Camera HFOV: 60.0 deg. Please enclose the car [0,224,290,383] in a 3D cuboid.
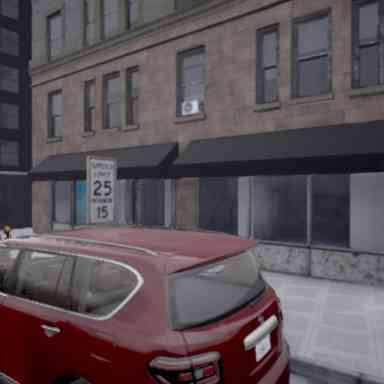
[{"bbox_3d":[-1.376,1.346,4.047,5.009,1.841,2.192,-1,0,35],"label":"car"}]
